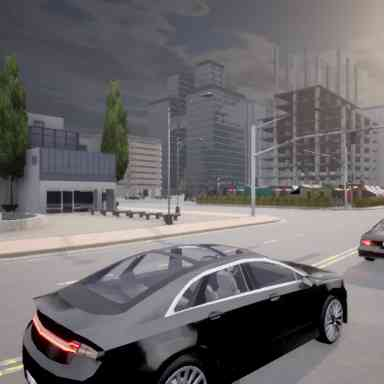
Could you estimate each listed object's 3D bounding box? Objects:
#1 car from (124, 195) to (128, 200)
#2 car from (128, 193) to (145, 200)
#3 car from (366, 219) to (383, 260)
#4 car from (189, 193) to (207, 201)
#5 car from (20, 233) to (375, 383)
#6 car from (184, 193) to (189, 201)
[{"bbox_3d":[-16.501,1.153,92.036,1.932,1.855,4.605,0,0,43],"label":"car"},{"bbox_3d":[-14.440,1.156,90.002,1.905,1.878,3.866,0,0,43],"label":"car"},{"bbox_3d":[7.305,1.547,11.311,2.033,1.411,5.357,0,0,43],"label":"car"},{"bbox_3d":[1.901,1.395,74.508,1.970,1.475,3.806,0,0,43],"label":"car"},{"bbox_3d":[0.382,1.492,4.602,4.902,1.511,2.128,0,0,-41],"label":"car"},{"bbox_3d":[-0.190,1.156,76.511,1.905,1.878,3.866,0,0,43],"label":"car"}]
